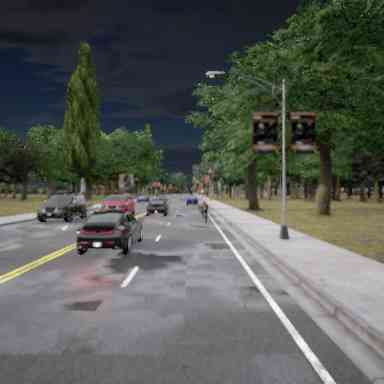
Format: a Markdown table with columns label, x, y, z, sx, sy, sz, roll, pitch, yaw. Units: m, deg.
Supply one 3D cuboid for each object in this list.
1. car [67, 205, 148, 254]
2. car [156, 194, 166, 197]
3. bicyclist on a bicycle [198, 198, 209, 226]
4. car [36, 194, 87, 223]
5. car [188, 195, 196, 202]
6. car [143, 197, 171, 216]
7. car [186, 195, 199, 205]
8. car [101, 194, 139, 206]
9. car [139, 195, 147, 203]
| label | x | y | z | sx | sy | sz | roll | pitch | yaw |
| --- | --- | --- | --- | --- | --- | --- | --- | --- | --- |
| car | -3.152 | 1.494 | 13.471 | 1.837 | 1.490 | 4.892 | 0 | 0 | 0 |
| car | -6.513 | 1.281 | 70.005 | 2.097 | 1.767 | 4.553 | 0 | 0 | 0 |
| bicyclist on a bicycle | 0.889 | 1.435 | 22.598 | 0.582 | 1.620 | 1.656 | 0 | -1 | 0 |
| car | -9.853 | 1.200 | 25.721 | 2.150 | 2.045 | 5.566 | 0 | 0 | 0 |
| car | -0.014 | 1.466 | 74.065 | 1.812 | 1.442 | 4.674 | 0 | 0 | 0 |
| car | -3.155 | 1.479 | 31.640 | 1.837 | 1.490 | 4.892 | 0 | 0 | 0 |
| car | 0.085 | 1.432 | 56.197 | 1.882 | 1.535 | 5.008 | 0 | 0 | 0 |
| car | -6.603 | 1.193 | 30.158 | 2.150 | 2.045 | 5.566 | 0 | 0 | 0 |
| car | -9.768 | 1.420 | 66.261 | 1.882 | 1.535 | 5.008 | 0 | 0 | 0 |
